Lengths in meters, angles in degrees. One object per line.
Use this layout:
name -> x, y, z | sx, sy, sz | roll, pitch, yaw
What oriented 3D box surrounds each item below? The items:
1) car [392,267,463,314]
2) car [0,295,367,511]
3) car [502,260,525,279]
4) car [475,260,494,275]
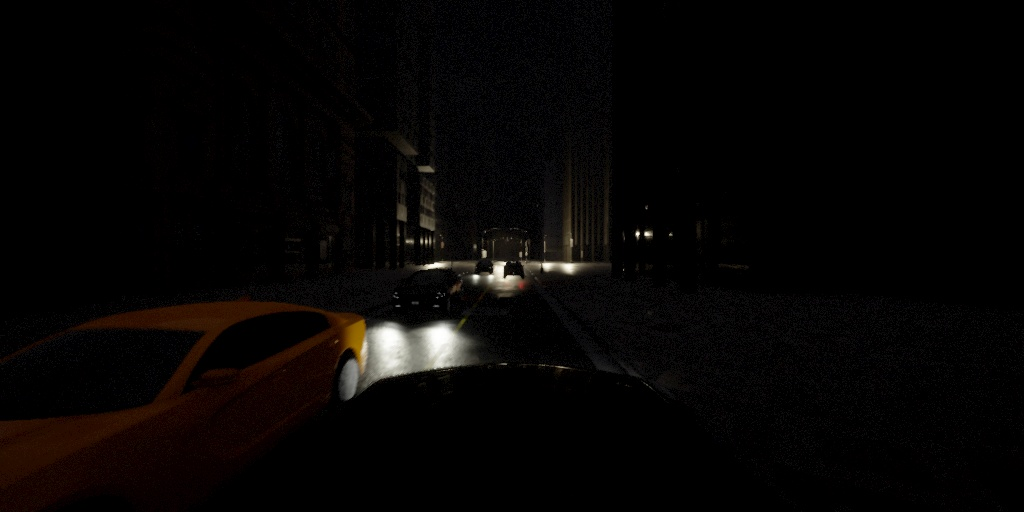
car -> -3.073, 1.219, 13.887 | 1.882, 1.535, 5.008 | 0, 0, 0
car -> -3.102, 1.224, 3.328 | 1.882, 1.535, 5.008 | 0, 0, 0
car -> 0.134, 1.225, 32.507 | 2.128, 1.511, 4.902 | 0, 0, 0
car -> -2.977, 1.201, 39.467 | 1.882, 1.535, 5.008 | 0, 0, 0
